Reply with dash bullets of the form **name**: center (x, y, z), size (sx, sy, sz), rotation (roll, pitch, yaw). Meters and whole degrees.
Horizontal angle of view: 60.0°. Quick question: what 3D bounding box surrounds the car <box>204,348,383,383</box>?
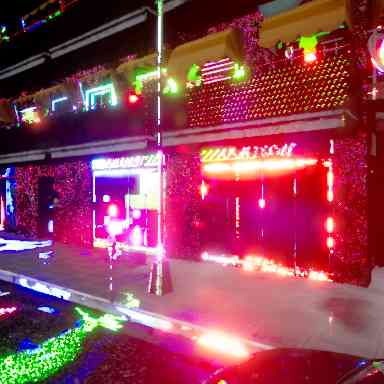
- **car**: center (1.889, 1.551, 1.524), size (4.403, 1.369, 2.008), rotation (0, 0, 36)
